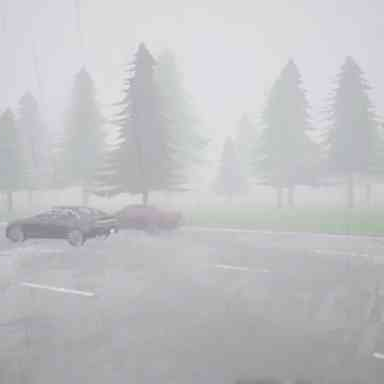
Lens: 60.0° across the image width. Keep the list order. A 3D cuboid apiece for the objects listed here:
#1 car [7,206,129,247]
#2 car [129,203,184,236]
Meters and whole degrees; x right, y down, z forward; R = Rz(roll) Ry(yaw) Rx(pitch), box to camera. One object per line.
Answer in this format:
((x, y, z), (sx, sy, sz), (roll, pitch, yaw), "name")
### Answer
((-5.442, 1.339, 13.916), (4.902, 1.511, 2.128), (0, 1, 19), "car")
((-2.687, 1.310, 16.766), (4.674, 1.442, 1.812), (0, 1, 21), "car")
